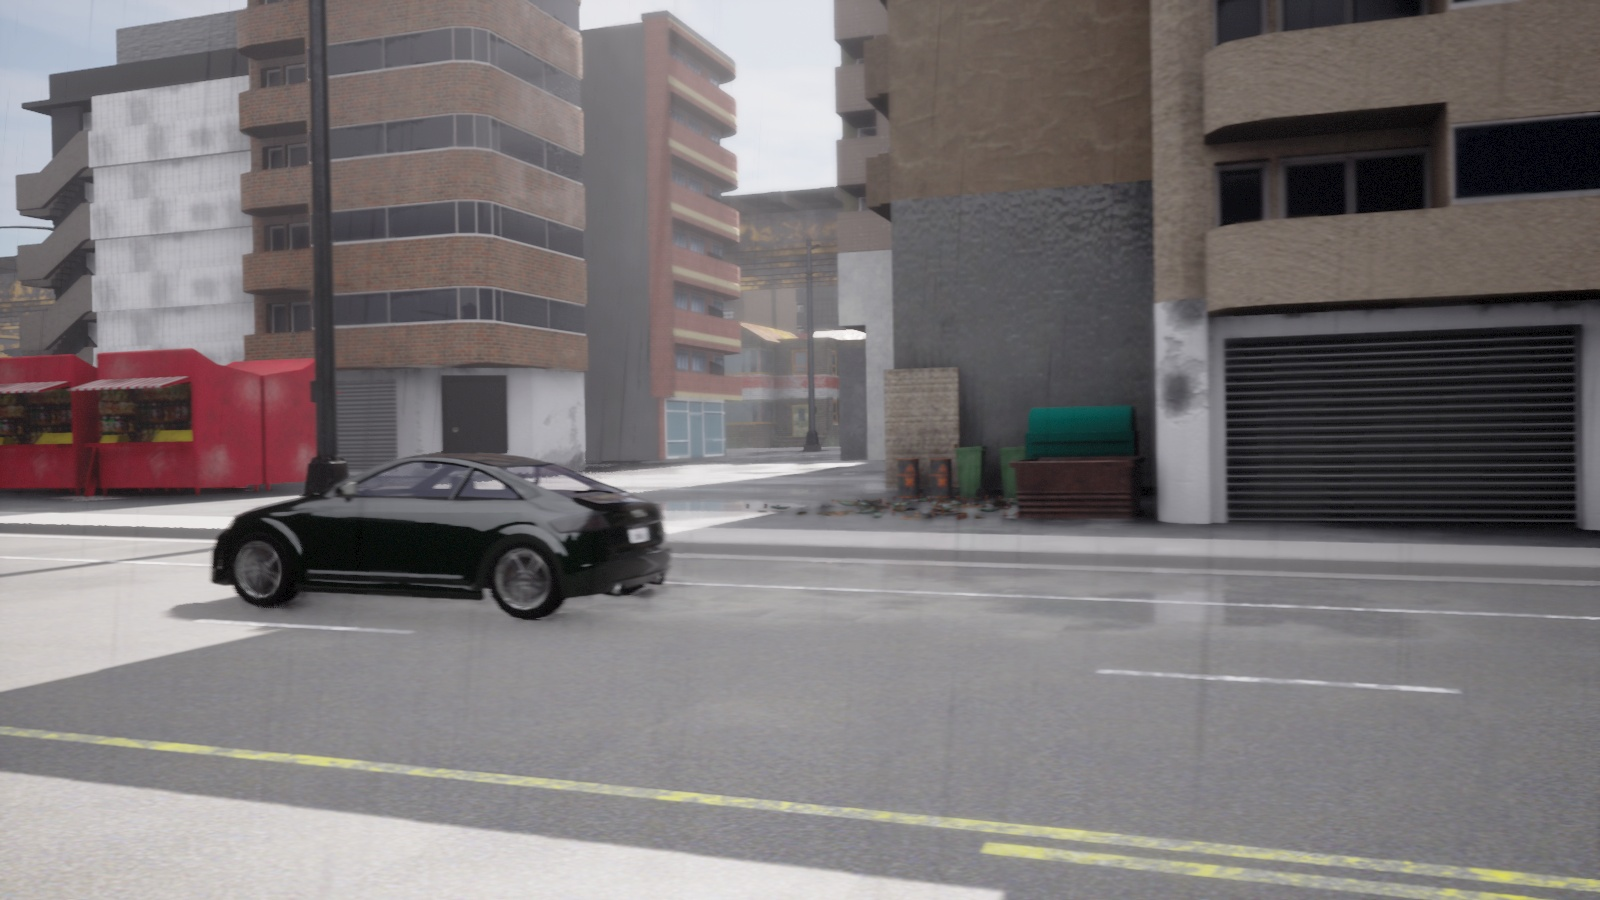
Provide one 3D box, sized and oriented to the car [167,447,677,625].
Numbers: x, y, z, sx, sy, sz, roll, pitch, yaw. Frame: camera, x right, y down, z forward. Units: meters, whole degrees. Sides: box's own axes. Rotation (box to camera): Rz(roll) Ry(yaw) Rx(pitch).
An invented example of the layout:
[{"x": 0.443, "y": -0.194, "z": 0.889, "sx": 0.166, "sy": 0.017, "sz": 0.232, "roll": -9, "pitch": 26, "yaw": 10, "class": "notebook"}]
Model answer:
[{"x": -3.482, "y": 0.690, "z": 11.751, "sx": 4.181, "sy": 1.385, "sz": 1.994, "roll": 1, "pitch": 1, "yaw": 19, "class": "car"}]
